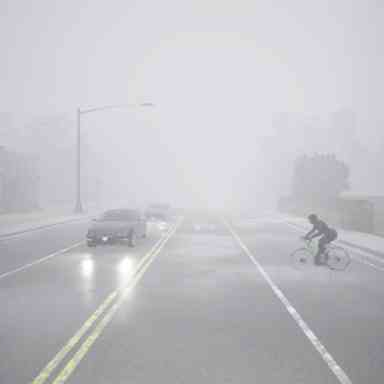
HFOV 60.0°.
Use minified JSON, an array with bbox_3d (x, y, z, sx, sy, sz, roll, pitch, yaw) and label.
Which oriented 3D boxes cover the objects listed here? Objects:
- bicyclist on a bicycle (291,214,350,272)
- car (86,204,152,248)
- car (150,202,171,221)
[{"bbox_3d":[3.587,1.447,9.363,1.656,1.620,0.582,-2,0,2],"label":"bicyclist on a bicycle"},{"bbox_3d":[-3.187,1.503,14.897,1.837,1.490,4.892,0,0,2],"label":"car"},{"bbox_3d":[-2.764,1.546,27.141,2.033,1.411,5.357,0,0,2],"label":"car"}]
